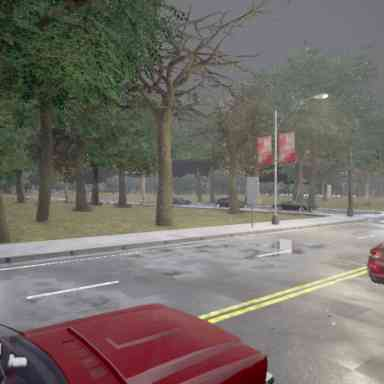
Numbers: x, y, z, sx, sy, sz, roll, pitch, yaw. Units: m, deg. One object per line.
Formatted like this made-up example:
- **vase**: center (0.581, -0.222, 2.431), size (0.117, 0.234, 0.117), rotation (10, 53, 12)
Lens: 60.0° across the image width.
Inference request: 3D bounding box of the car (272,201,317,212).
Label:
- **car**: center (11.504, 1.617, 37.523), size (1.895, 1.301, 4.718), rotation (0, 0, -38)

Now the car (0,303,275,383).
- **car**: center (-1.550, 1.601, 2.253), size (4.718, 1.301, 1.895), rotation (0, 0, -38)

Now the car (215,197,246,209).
- **car**: center (5.194, 1.510, 45.521), size (1.837, 1.490, 4.892), rotation (0, 0, -38)

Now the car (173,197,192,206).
- **car**: center (-2.234, 1.544, 54.962), size (2.033, 1.411, 5.357), rotation (0, 0, -38)

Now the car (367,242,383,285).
- **car**: center (6.085, 1.536, 8.292), size (4.674, 1.442, 1.812), rotation (0, 0, -38)
